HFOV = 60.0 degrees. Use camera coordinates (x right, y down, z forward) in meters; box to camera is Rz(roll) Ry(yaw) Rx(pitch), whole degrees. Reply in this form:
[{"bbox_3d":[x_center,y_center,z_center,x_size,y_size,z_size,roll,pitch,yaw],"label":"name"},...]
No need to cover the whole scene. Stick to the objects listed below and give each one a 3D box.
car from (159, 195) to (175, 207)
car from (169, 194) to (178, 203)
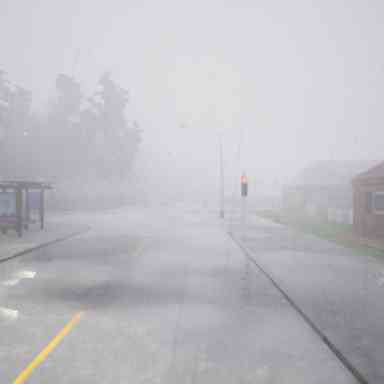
[{"bbox_3d":[-4.069,1.561,52.257,1.812,1.442,4.674,0,0,0],"label":"car"},{"bbox_3d":[-4.005,1.386,68.991,2.150,2.045,5.566,0,0,0],"label":"car"}]
